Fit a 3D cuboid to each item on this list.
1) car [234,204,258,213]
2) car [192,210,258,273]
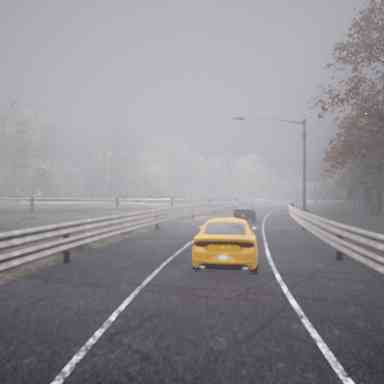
[{"bbox_3d":[4.791,1.835,29.827,1.882,1.535,5.008,0,-1,13],"label":"car"},{"bbox_3d":[1.184,1.612,11.330,1.882,1.535,5.008,0,0,8],"label":"car"}]
